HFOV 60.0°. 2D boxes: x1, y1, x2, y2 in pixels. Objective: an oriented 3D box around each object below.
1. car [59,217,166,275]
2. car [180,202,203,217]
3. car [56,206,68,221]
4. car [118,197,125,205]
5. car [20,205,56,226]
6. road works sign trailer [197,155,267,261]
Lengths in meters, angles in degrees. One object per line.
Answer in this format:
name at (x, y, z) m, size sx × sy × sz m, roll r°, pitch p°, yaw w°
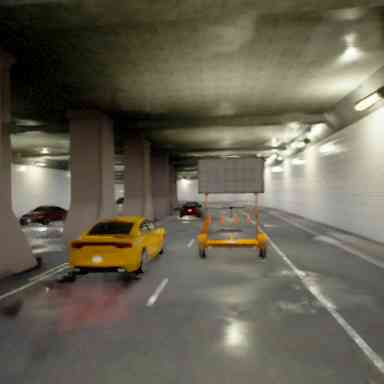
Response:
car at (-2.116, 1.535, 10.775) m, size 1.882 × 1.535 × 5.008 m, roll -1°, pitch 0°, yaw 6°
car at (-0.013, 1.626, 31.652) m, size 1.994 × 1.385 × 4.181 m, roll -1°, pitch 0°, yaw 5°
car at (-7.913, 1.537, 25.112) m, size 2.097 × 1.767 × 4.553 m, roll -1°, pitch 0°, yaw 6°
car at (-13.863, 1.846, 67.395) m, size 1.837 × 1.490 × 4.892 m, roll -1°, pitch 0°, yaw -17°
car at (-11.342, 1.771, 25.898) m, size 1.812 × 1.442 × 4.674 m, roll -1°, pitch 0°, yaw 6°
road works sign trailer at (1.433, 0.463, 12.234) m, size 2.380 × 3.560 × 2.880 m, roll -1°, pitch 0°, yaw 6°
